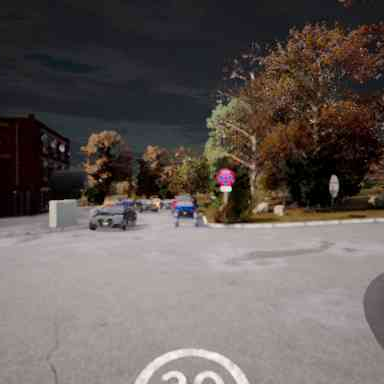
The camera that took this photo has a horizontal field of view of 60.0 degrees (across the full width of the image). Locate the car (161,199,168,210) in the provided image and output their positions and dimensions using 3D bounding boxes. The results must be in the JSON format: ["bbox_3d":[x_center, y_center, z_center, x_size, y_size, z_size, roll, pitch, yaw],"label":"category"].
[{"bbox_3d":[-3.470,1.785,47.823,2.231,1.521,4.892,0,0,-18],"label":"car"}]

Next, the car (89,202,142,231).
[{"bbox_3d":[-4.463,1.471,19.363,1.994,1.385,4.181,0,-1,2],"label":"car"}]

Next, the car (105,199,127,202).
[{"bbox_3d":[-14.189,1.964,59.966,2.097,1.767,4.553,-1,-1,-39],"label":"car"}]

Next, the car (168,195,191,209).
[{"bbox_3d":[-1.016,1.375,36.663,2.435,2.045,5.566,0,-1,-7],"label":"car"}]

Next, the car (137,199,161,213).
[{"bbox_3d":[-5.150,1.757,39.450,1.994,1.385,4.181,0,-1,-11],"label":"car"}]

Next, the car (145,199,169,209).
[{"bbox_3d":[-5.677,1.860,53.122,2.097,1.535,5.008,-1,-1,-27],"label":"car"}]

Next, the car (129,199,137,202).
[{"bbox_3d":[-8.429,1.930,57.993,2.231,1.521,4.892,-1,-1,-35],"label":"car"}]

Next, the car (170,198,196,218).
[{"bbox_3d":[-0.655,1.560,30.676,2.097,1.535,5.008,0,-1,-1],"label":"car"}]
